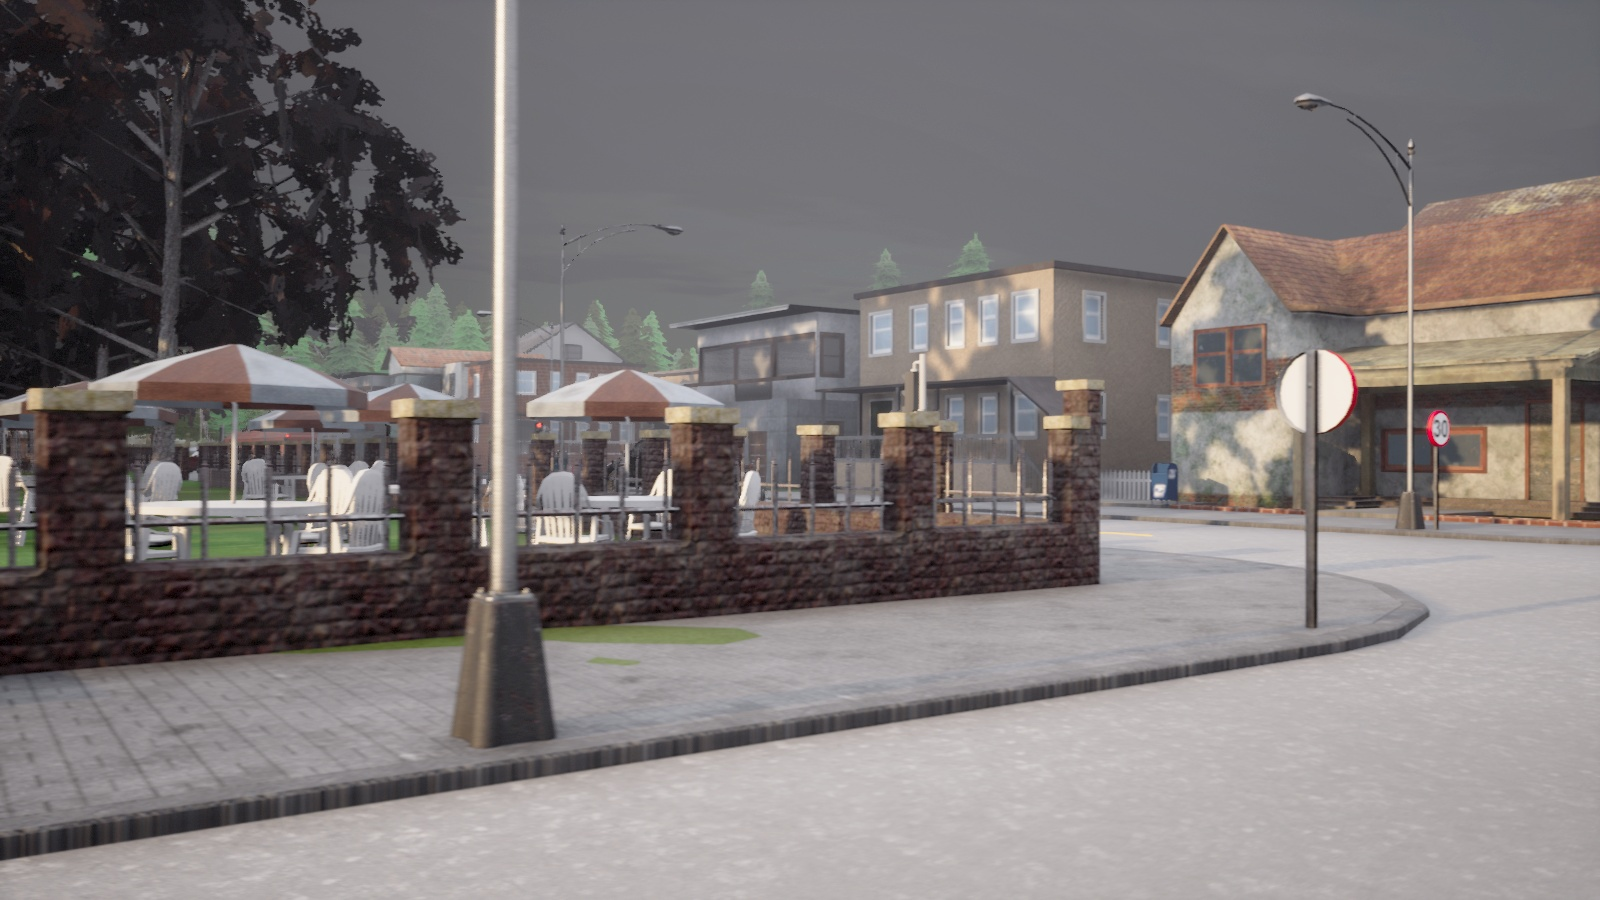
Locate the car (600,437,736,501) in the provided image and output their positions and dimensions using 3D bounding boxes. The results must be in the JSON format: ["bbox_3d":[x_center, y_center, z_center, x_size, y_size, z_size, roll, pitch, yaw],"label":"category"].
[{"bbox_3d":[-4.568,0.611,42.527,2.150,2.045,5.566,0,0,-35],"label":"car"}]

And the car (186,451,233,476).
[{"bbox_3d":[-41.676,0.936,88.553,2.097,1.767,4.553,0,0,-37],"label":"car"}]
